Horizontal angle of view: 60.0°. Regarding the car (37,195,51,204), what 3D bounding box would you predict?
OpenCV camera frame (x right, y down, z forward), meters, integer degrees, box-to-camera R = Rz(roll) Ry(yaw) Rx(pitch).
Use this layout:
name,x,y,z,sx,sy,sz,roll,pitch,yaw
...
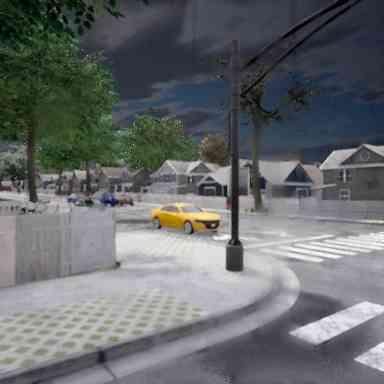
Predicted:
name,x,y,z,sx,sy,sz,roll,pitch,yaw
car,-20.910,1.123,45.901,2.128,1.511,4.902,0,1,-37

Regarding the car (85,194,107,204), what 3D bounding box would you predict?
name,x,y,z,sx,sy,sz,roll,pitch,yaw
car,-16.117,1.109,55.756,1.837,1.490,4.892,0,1,-37

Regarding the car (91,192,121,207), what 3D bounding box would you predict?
name,x,y,z,sx,sy,sz,roll,pitch,yaw
car,-12.234,0.955,45.258,2.150,2.045,5.566,0,1,-37

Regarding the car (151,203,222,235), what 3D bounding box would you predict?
name,x,y,z,sx,sy,sz,roll,pitch,yaw
car,-0.438,1.380,18.481,1.882,1.535,5.008,0,0,-37

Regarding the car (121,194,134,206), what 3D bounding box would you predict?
name,x,y,z,sx,sy,sz,roll,pitch,yaw
car,-10.216,1.092,47.984,2.097,1.767,4.553,0,1,-38

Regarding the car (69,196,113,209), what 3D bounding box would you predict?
name,x,y,z,sx,sy,sz,roll,pitch,yaw
car,-9.233,1.366,30.195,1.837,1.490,4.892,0,0,-37

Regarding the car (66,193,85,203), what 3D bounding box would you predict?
name,x,y,z,sx,sy,sz,roll,pitch,yaw
car,-18.696,0.936,53.779,2.097,1.767,4.553,0,1,-37
